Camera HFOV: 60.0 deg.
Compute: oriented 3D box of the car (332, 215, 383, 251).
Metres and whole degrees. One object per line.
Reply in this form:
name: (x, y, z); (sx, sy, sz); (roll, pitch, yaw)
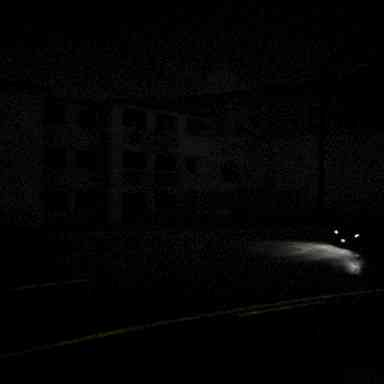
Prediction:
car: (8.827, 1.632, 14.032); (5.357, 1.411, 2.033); (1, 0, -8)
